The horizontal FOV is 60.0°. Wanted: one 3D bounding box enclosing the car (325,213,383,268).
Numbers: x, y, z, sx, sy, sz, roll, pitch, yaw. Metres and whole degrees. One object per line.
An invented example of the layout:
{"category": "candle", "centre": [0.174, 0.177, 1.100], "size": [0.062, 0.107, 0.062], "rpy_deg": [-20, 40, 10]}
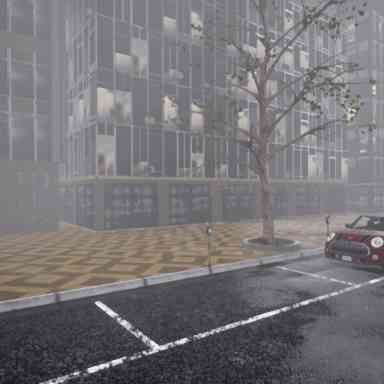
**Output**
{"category": "car", "centre": [6.198, 1.437, 10.990], "size": [4.097, 1.590, 1.967], "rpy_deg": [0, 0, -36]}
